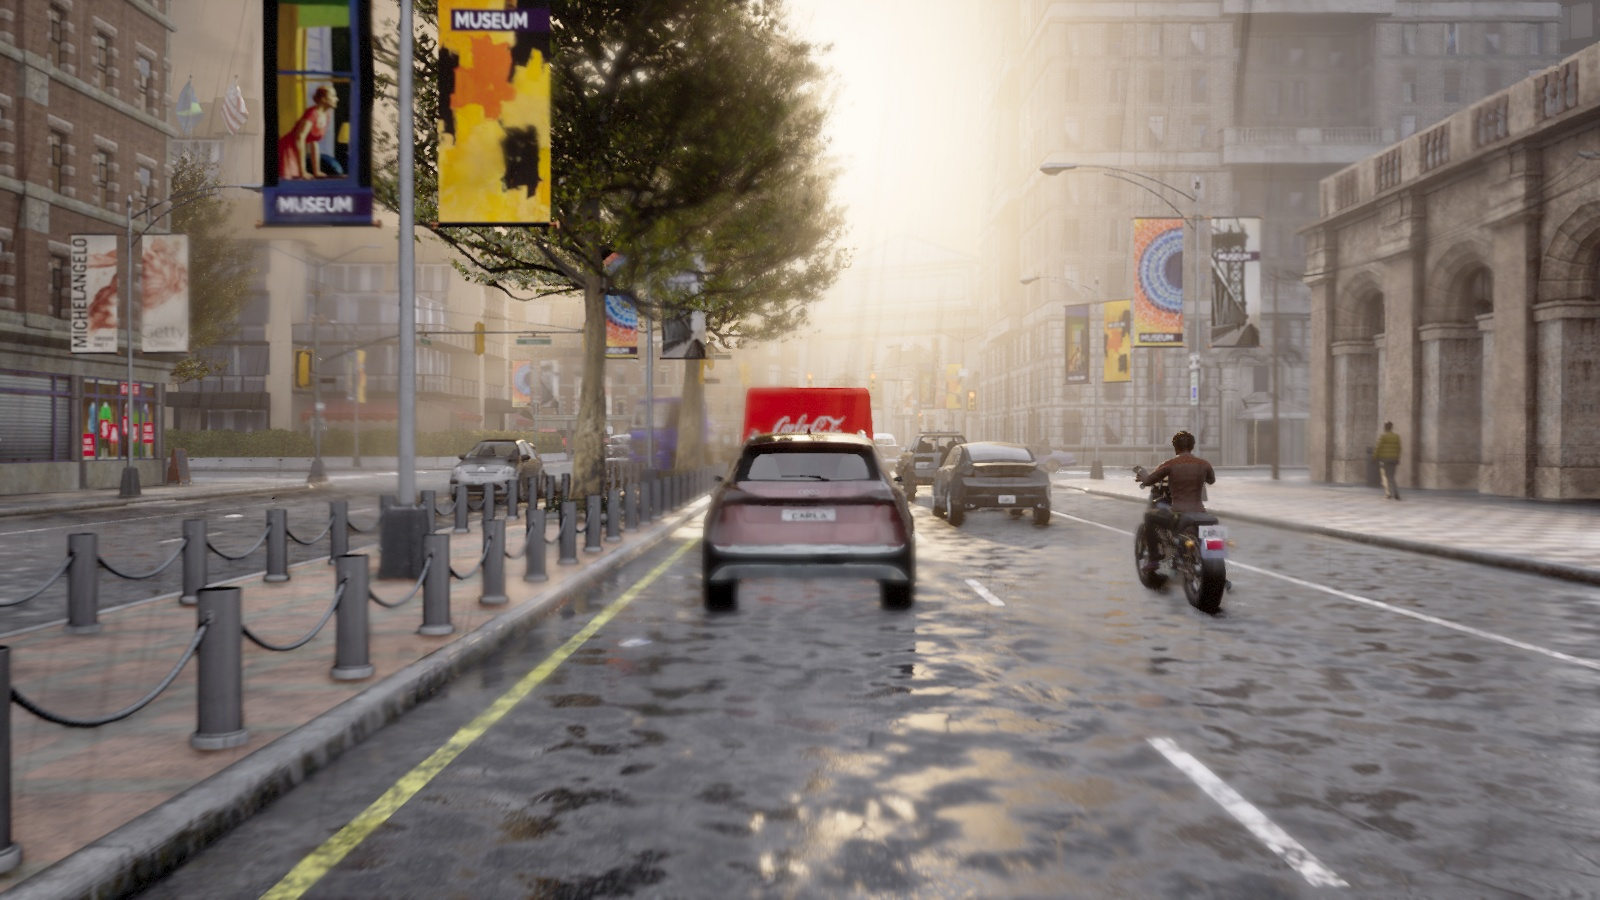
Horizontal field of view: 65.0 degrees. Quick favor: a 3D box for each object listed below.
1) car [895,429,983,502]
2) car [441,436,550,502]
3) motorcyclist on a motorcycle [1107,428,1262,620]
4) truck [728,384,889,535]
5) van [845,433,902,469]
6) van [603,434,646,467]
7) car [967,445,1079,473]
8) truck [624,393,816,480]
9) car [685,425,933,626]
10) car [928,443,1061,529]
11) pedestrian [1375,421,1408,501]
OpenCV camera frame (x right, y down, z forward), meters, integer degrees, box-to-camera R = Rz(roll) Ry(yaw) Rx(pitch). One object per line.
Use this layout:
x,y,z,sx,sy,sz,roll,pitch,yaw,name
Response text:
3.708,0.373,34.206,1.932,1.855,4.605,0,0,0,car
-7.802,0.455,32.539,1.851,1.617,3.988,0,0,0,car
3.583,0.632,11.955,0.766,1.649,2.350,0,0,0,motorcyclist on a motorcycle
0.148,0.132,23.156,2.627,2.467,5.204,0,1,0,truck
4.302,0.056,74.131,2.069,2.038,4.480,0,0,-14,van
-11.002,0.015,79.139,2.069,2.038,4.480,0,0,0,van
11.318,0.442,64.113,5.357,1.411,2.033,0,0,0,car
-3.301,-0.540,53.619,7.936,3.462,2.891,0,0,-38,truck
0.088,0.605,12.744,2.033,1.649,4.856,0,0,0,car
3.654,0.617,24.430,1.837,1.490,4.892,0,0,0,car
13.702,0.250,29.100,0.431,1.840,0.709,0,0,0,pedestrian
